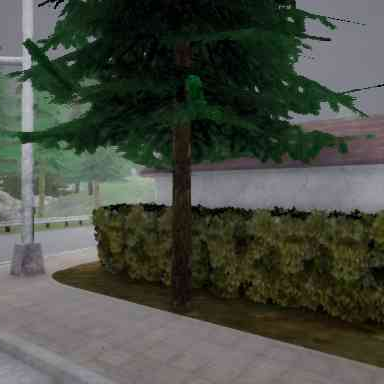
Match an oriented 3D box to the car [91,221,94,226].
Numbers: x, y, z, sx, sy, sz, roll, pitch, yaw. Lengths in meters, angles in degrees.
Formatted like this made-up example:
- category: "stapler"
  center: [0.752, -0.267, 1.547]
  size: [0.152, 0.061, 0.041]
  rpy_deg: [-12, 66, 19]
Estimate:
- category: "car"
  center: [-4.780, 1.669, 23.518]
  size: [1.882, 1.535, 5.008]
  rpy_deg: [0, 0, 35]
